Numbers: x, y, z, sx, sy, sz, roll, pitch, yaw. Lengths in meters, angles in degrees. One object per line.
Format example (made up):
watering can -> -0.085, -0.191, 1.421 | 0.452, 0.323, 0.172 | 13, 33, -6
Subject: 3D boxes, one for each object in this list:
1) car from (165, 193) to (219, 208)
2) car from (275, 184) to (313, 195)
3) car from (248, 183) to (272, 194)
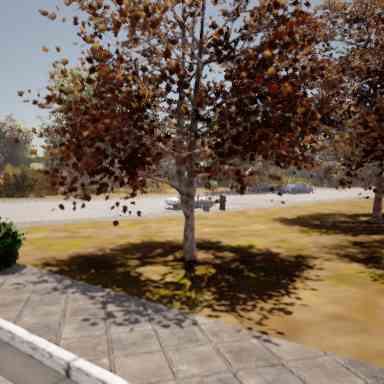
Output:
car -> 0.106, 0.725, 28.878 | 4.718, 1.301, 1.895 | -2, 3, -36
car -> 14.135, -0.431, 45.543 | 5.357, 1.411, 2.033 | -3, 3, -26
car -> 10.243, -0.477, 47.478 | 4.674, 1.442, 1.812 | -2, 3, -27
